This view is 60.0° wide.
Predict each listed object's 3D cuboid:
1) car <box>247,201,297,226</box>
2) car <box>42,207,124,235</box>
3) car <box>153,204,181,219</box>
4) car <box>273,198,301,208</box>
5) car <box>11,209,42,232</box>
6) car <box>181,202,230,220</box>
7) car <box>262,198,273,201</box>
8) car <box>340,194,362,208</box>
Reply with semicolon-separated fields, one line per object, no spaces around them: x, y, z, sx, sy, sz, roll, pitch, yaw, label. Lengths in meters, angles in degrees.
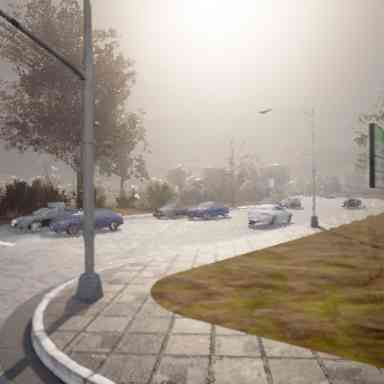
5.719;1.638;24.349;1.812;1.442;4.674;-1;0;39;car
-6.414;1.744;20.597;1.812;1.442;4.674;-1;-1;41;car
-1.800;1.806;31.949;1.994;1.385;4.181;-1;0;39;car
13.612;1.583;46.258;2.128;1.511;4.902;-1;0;36;car
-9.457;1.755;22.408;2.128;1.511;4.902;-1;-1;39;car
1.550;1.672;30.535;1.882;1.535;5.008;-1;-1;38;car
11.346;1.635;49.077;1.837;1.490;4.892;-1;-1;36;car
22.678;1.471;47.050;1.837;1.490;4.892;0;0;34;car
